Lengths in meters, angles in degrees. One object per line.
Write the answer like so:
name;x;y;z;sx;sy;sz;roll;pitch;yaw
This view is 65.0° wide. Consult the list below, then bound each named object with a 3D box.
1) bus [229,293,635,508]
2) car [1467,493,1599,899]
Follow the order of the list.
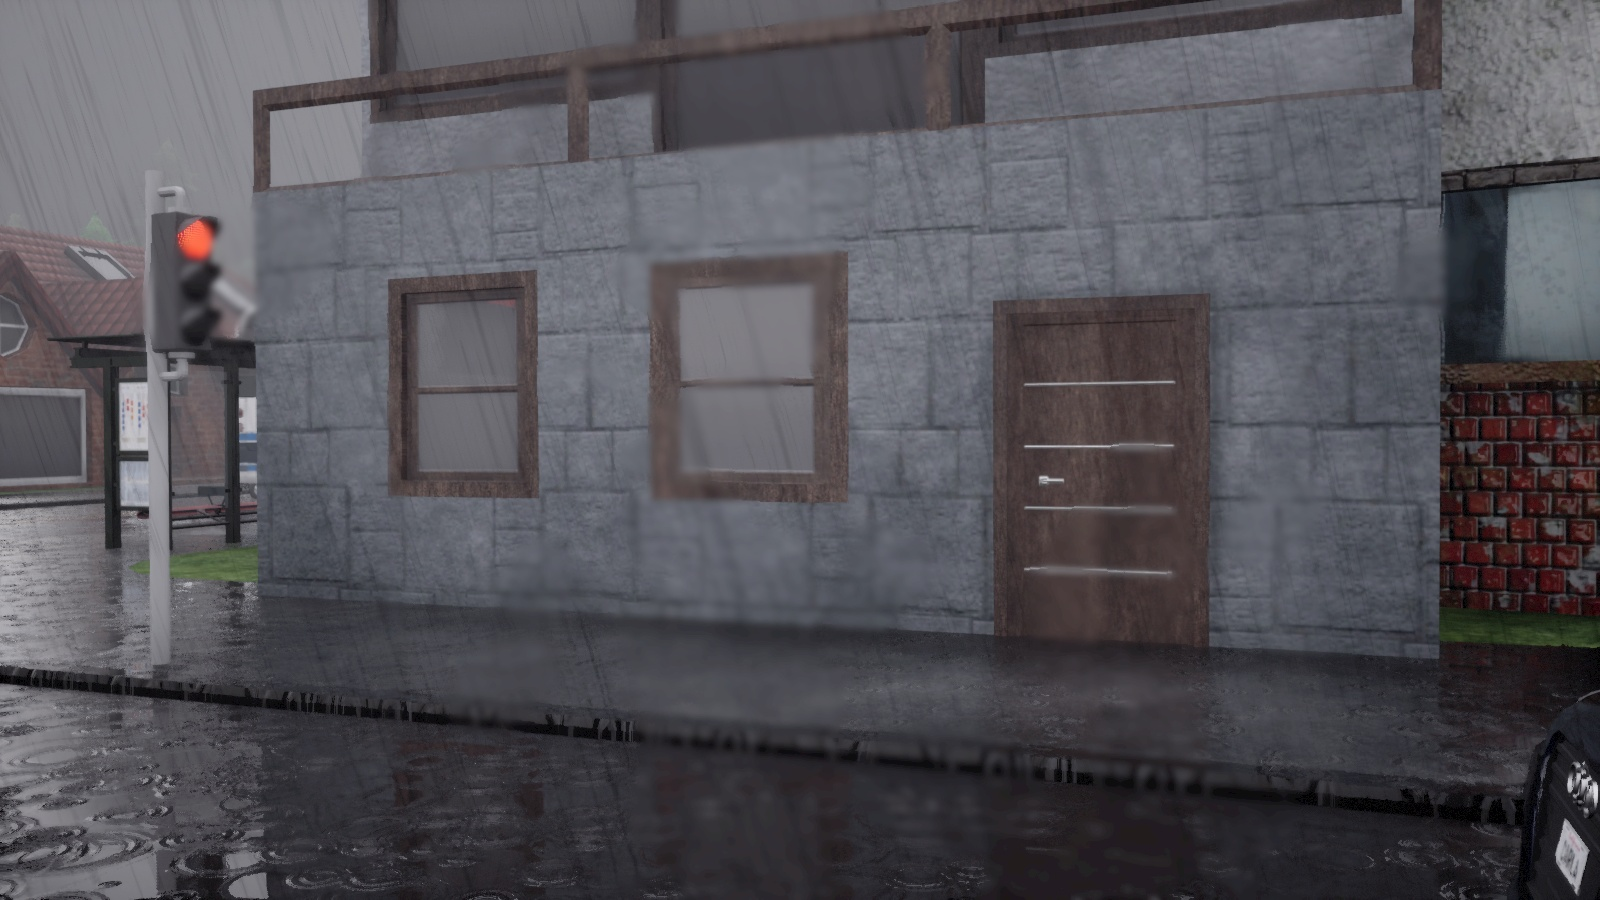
bus;-8.226;-1.066;30.321;3.944;4.253;10.273;1;1;21
car;3.777;0.866;2.418;4.181;1.385;1.994;1;1;21
